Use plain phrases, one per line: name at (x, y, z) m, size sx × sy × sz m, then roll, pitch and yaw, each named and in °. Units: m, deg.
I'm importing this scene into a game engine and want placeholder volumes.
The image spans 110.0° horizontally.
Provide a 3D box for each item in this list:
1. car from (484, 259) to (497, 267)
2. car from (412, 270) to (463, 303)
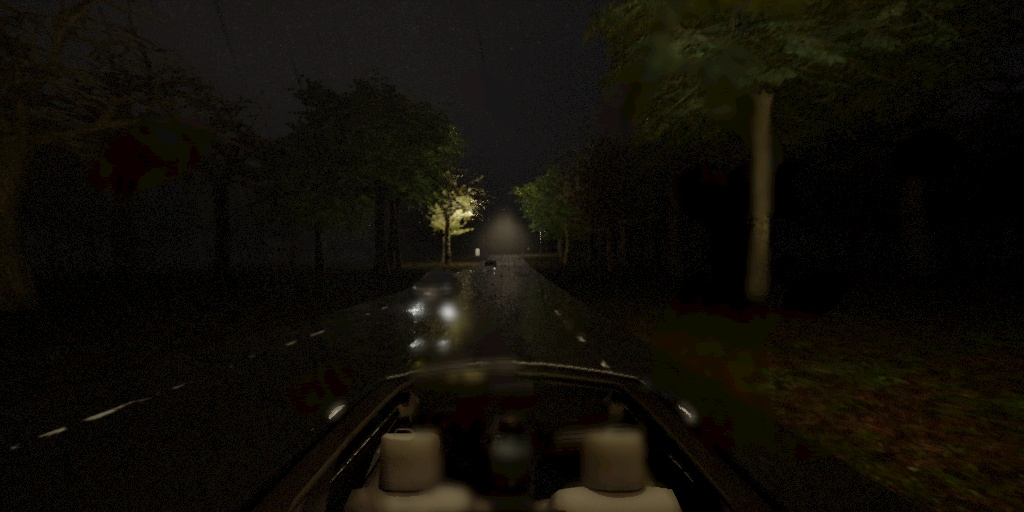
car at (-3.575, 1.152, 60.090) m, size 1.895 × 1.301 × 4.718 m, roll 0°, pitch 1°, yaw 1°
car at (-3.608, 1.440, 18.084) m, size 1.812 × 1.442 × 4.674 m, roll 0°, pitch 0°, yaw 0°
